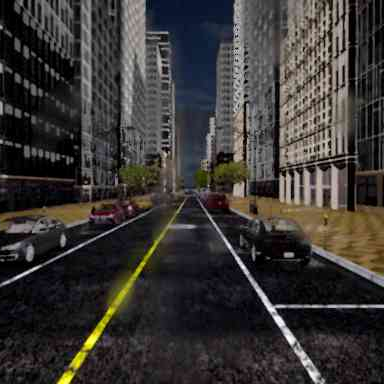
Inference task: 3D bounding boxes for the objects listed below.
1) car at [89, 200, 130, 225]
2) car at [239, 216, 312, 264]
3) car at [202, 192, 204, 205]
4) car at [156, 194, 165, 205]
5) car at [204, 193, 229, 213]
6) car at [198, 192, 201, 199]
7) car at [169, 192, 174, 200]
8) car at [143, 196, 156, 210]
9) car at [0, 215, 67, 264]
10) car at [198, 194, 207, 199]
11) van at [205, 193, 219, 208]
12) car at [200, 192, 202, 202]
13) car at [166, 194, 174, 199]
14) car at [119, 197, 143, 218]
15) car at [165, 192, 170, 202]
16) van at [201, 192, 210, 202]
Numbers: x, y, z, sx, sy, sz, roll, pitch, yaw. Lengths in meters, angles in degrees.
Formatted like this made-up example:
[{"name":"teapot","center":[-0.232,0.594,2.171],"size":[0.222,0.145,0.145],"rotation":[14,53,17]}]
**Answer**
[{"name":"car","center":[-5.701,1.470,22.743],"size":[1.802,1.307,4.206],"rotation":[-1,0,0]},{"name":"car","center":[2.682,1.495,11.378],"size":[2.008,1.369,4.403],"rotation":[-1,0,0]},{"name":"car","center":[2.674,1.121,39.795],"size":[2.192,1.841,5.009],"rotation":[-1,0,0]},{"name":"car","center":[-5.706,1.315,51.162],"size":[1.947,1.339,4.313],"rotation":[-1,0,0]},{"name":"car","center":[2.675,1.149,34.111],"size":[2.192,1.841,5.009],"rotation":[-1,0,0]},{"name":"car","center":[2.671,1.133,62.530],"size":[1.967,1.590,4.097],"rotation":[-1,0,0]},{"name":"car","center":[-5.711,1.074,73.895],"size":[1.967,1.590,4.097],"rotation":[-1,0,0]},{"name":"car","center":[-5.704,1.331,39.624],"size":[1.752,1.417,4.829],"rotation":[-1,0,0]},{"name":"car","center":[-5.699,1.495,11.376],"size":[2.008,1.369,4.403],"rotation":[-1,0,0]},{"name":"car","center":[2.669,1.128,85.265],"size":[2.008,1.369,4.403],"rotation":[-1,0,0]},{"name":"van","center":[2.674,1.119,45.479],"size":[1.690,1.788,3.998],"rotation":[-1,0,0]},{"name":"car","center":[2.674,1.190,51.163],"size":[1.967,1.590,4.097],"rotation":[-1,0,0]},{"name":"car","center":[-5.712,1.158,85.263],"size":[1.802,1.307,4.206],"rotation":[-1,0,0]},{"name":"car","center":[-5.703,1.301,28.426],"size":[1.967,1.590,4.097],"rotation":[-1,0,0]},{"name":"car","center":[-5.708,1.243,62.529],"size":[2.008,1.369,4.403],"rotation":[-1,0,0]},{"name":"van","center":[2.669,1.005,68.212],"size":[1.690,1.788,3.998],"rotation":[-1,0,0]}]
